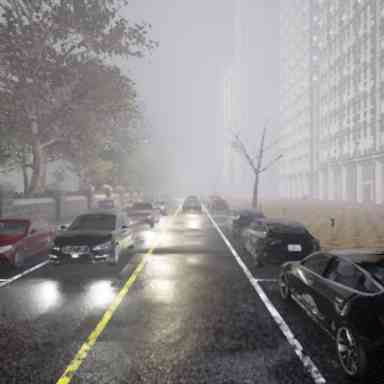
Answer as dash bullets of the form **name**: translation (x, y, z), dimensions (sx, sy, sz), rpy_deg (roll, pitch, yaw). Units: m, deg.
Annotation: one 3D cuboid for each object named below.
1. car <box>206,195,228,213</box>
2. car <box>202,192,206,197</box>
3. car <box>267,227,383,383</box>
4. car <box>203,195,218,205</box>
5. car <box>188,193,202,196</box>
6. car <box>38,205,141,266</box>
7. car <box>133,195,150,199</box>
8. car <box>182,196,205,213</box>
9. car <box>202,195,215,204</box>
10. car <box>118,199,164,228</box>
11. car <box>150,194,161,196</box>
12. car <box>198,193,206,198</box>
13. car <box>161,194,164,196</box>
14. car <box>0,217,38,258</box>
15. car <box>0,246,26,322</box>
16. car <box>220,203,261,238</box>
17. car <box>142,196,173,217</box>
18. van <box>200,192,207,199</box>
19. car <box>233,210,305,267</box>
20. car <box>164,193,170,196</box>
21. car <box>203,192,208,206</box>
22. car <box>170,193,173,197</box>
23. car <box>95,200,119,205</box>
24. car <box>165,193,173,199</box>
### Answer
- **car**: translation (2.691, 1.300, 33.344), dimensions (1.887, 1.381, 4.507), rpy_deg (0, 0, 0)
- **car**: translation (2.690, 1.119, 44.606), dimensions (1.967, 1.590, 4.097), rpy_deg (0, 0, 0)
- **car**: translation (2.691, 1.525, 5.182), dimensions (1.947, 1.339, 4.313), rpy_deg (0, 0, 0)
- **car**: translation (2.689, 1.193, 50.239), dimensions (2.008, 1.369, 4.403), rpy_deg (0, 0, 0)
- **car**: translation (0.033, 1.179, 45.691), dimensions (1.837, 1.490, 4.892), rpy_deg (0, 1, 1)
- **car**: translation (-3.098, 1.419, 11.234), dimensions (1.837, 1.490, 4.892), rpy_deg (0, 0, 0)
- **car**: translation (-5.690, 1.282, 33.173), dimensions (1.752, 1.417, 4.829), rpy_deg (0, 0, 0)
- **car**: translation (0.001, 1.360, 32.812), dimensions (1.895, 1.301, 4.718), rpy_deg (0, 0, 0)
- **car**: translation (2.689, 1.156, 55.871), dimensions (2.008, 1.369, 4.403), rpy_deg (0, 0, 0)
- **car**: translation (-3.085, 1.369, 20.943), dimensions (1.812, 1.442, 4.674), rpy_deg (0, 0, 0)
- **car**: translation (-5.690, 1.120, 44.606), dimensions (1.967, 1.590, 4.097), rpy_deg (0, 0, 0)
- **car**: translation (2.688, 0.982, 89.664), dimensions (1.802, 1.307, 4.206), rpy_deg (0, 0, 0)
- **car**: translation (-5.691, 1.187, 50.239), dimensions (1.887, 1.381, 4.507), rpy_deg (0, 0, 0)
- **car**: translation (-5.690, 1.499, 10.814), dimensions (1.802, 1.307, 4.206), rpy_deg (0, 0, 0)
- **car**: translation (-3.098, 1.490, 1.853), dimensions (1.837, 1.490, 4.892), rpy_deg (0, 0, 0)
- **car**: translation (2.691, 1.442, 16.447), dimensions (1.947, 1.339, 4.313), rpy_deg (0, 0, 0)
- **car**: translation (-3.001, 1.384, 29.264), dimensions (2.033, 1.411, 5.357), rpy_deg (0, 0, 0)
- **van**: translation (2.689, 0.806, 78.400), dimensions (1.690, 1.788, 3.998), rpy_deg (0, 0, 0)
- **car**: translation (2.691, 1.483, 10.814), dimensions (1.947, 1.339, 4.313), rpy_deg (0, 0, 0)
- **car**: translation (-5.691, 1.113, 61.503), dimensions (1.887, 1.381, 4.507), rpy_deg (0, 0, 0)
- **car**: translation (2.690, 1.157, 38.975), dimensions (1.967, 1.590, 4.097), rpy_deg (0, 0, 0)
- **car**: translation (-5.692, 1.043, 72.767), dimensions (1.887, 1.381, 4.507), rpy_deg (0, 0, 0)
- **car**: translation (-5.689, 1.275, 22.078), dimensions (1.967, 1.590, 4.097), rpy_deg (0, 0, 0)
- **car**: translation (-5.692, 0.959, 83.862), dimensions (1.752, 1.417, 4.829), rpy_deg (0, 0, 0)
